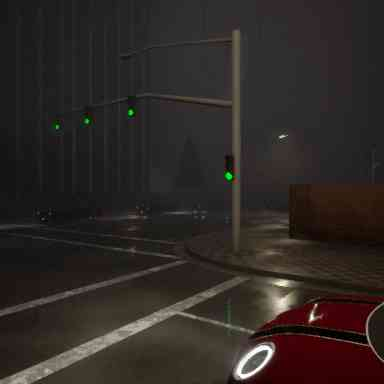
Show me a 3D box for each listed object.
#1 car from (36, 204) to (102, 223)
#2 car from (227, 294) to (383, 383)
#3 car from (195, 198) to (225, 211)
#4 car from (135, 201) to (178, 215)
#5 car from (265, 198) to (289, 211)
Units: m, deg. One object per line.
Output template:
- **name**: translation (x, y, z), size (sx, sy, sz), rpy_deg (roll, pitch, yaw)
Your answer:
- **car**: translation (-9.303, 1.601, 25.436), size (1.895, 1.301, 4.718), rpy_deg (0, 0, 35)
- **car**: translation (2.471, 1.352, 2.195), size (4.553, 1.767, 2.097), rpy_deg (0, 0, 36)
- **car**: translation (2.318, 1.491, 41.805), size (2.128, 1.511, 4.902), rpy_deg (0, 0, 36)
- **car**: translation (-3.524, 1.601, 33.593), size (1.895, 1.301, 4.718), rpy_deg (0, 0, 35)
- **car**: translation (10.758, 1.491, 41.319), size (2.128, 1.511, 4.902), rpy_deg (0, 0, 36)
